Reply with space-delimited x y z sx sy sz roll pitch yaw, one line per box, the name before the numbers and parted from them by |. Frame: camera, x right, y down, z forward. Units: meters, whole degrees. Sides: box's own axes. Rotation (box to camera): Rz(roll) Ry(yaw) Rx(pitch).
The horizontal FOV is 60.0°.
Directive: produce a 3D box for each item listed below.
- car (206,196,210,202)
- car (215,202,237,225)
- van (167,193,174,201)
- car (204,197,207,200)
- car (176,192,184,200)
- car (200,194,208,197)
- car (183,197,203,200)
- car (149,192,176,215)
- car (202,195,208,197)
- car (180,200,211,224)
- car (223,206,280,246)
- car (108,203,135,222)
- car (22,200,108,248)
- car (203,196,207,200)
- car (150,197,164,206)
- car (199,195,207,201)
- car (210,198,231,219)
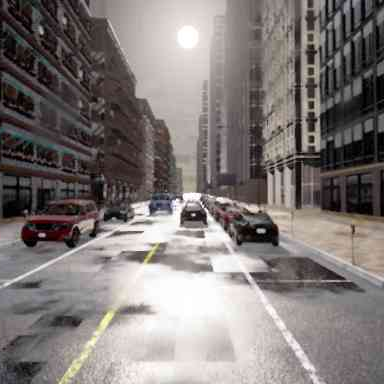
car | 2.715 1.433 32.056 1.967 1.590 4.097 1 0 0
car | 2.710 1.541 20.753 1.887 1.381 4.507 1 0 0
van | -5.729 1.311 88.603 1.690 1.788 3.998 1 0 0
car | 2.716 1.542 37.707 2.008 1.369 4.403 1 0 0
car | -2.973 0.990 74.473 2.150 2.045 5.566 0 0 0
car | 2.723 1.565 60.312 1.802 1.307 4.206 1 0 0
car | 0.116 1.590 41.726 1.895 1.301 4.718 0 0 0
car | -3.081 1.213 34.059 2.150 2.045 5.566 0 0 0
car | 2.719 1.569 49.009 1.802 1.307 4.206 1 0 0
car | 0.110 1.559 25.032 1.994 1.385 4.181 0 0 0
car | 2.707 1.563 15.102 1.947 1.339 4.313 1 0 0
car | -5.669 1.560 26.410 1.947 1.339 4.313 1 0 0
car | -5.669 1.313 15.108 2.192 1.841 5.009 1 0 0
car | 2.718 1.540 43.358 2.008 1.369 4.403 1 0 0
car | -5.658 1.511 54.496 1.752 1.417 4.829 1 0 0
car | 2.732 1.555 82.916 1.802 1.307 4.206 1 0 0
car | 2.713 1.434 26.405 1.967 1.590 4.097 1 0 0
